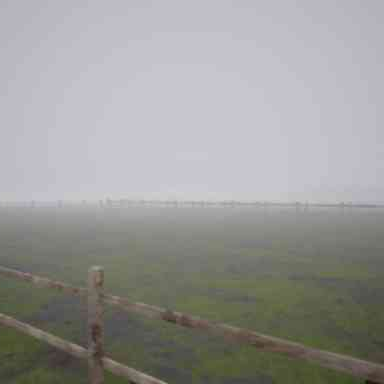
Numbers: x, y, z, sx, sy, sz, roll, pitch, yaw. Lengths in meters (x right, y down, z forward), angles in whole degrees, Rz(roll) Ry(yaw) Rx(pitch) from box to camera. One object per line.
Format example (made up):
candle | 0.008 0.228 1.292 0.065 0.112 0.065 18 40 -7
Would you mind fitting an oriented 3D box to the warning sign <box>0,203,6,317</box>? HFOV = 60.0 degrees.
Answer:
warning sign | -3.923 1.132 5.332 1.060 1.860 1.300 0 0 35
